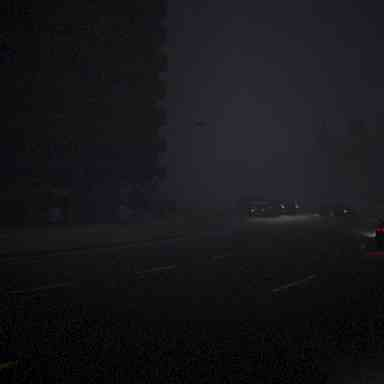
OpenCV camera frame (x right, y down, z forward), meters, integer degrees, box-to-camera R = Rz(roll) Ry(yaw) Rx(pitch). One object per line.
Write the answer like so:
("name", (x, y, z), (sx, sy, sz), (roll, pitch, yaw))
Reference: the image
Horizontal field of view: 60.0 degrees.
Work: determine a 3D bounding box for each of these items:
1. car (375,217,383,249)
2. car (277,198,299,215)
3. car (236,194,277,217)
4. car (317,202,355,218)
("car", (9.022, 1.599, 14.218), (1.994, 1.385, 4.181), (0, 0, 31))
("car", (9.115, 1.413, 34.163), (2.097, 1.767, 4.553), (0, 0, -11))
("car", (6.033, 1.275, 32.855), (2.150, 2.045, 5.566), (1, 0, -9))
("car", (13.118, 1.627, 30.507), (1.994, 1.385, 4.181), (0, 0, -1))
